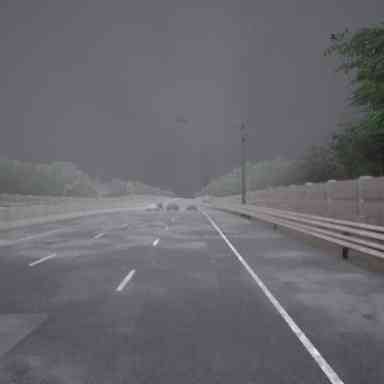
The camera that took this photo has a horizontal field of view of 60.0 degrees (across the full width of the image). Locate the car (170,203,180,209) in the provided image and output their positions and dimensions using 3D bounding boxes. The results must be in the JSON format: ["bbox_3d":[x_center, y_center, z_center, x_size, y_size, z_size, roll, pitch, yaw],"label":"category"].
[{"bbox_3d":[-3.503,2.987,69.995,1.895,1.301,4.718,0,-2,0],"label":"car"}]

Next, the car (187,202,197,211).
[{"bbox_3d":[-0.003,2.690,59.961,1.812,1.442,4.674,0,-2,0],"label":"car"}]

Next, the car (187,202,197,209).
[{"bbox_3d":[-0.003,2.869,69.970,1.882,1.535,5.008,0,-2,0],"label":"car"}]

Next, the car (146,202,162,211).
[{"bbox_3d":[-7.003,2.689,59.961,1.812,1.442,4.674,0,-2,0],"label":"car"}]

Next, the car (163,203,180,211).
[{"bbox_3d":[-3.503,2.640,59.546,2.128,1.511,4.902,0,-2,0],"label":"car"}]
